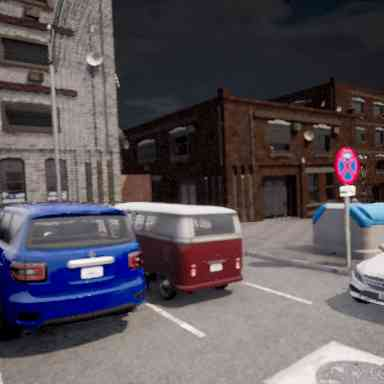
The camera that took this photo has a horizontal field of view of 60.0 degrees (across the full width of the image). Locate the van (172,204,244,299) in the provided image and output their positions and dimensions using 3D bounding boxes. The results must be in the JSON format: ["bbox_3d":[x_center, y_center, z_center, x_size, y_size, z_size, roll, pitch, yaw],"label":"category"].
[{"bbox_3d":[-0.752,1.286,8.609,1.878,1.987,4.442,1,0,-35],"label":"van"}]

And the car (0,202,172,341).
[{"bbox_3d":[-2.974,1.240,6.917,2.435,2.045,5.566,1,0,-35],"label":"car"}]

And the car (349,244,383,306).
[{"bbox_3d":[5.297,1.589,7.145,4.674,1.442,1.812,1,0,-36],"label":"car"}]
